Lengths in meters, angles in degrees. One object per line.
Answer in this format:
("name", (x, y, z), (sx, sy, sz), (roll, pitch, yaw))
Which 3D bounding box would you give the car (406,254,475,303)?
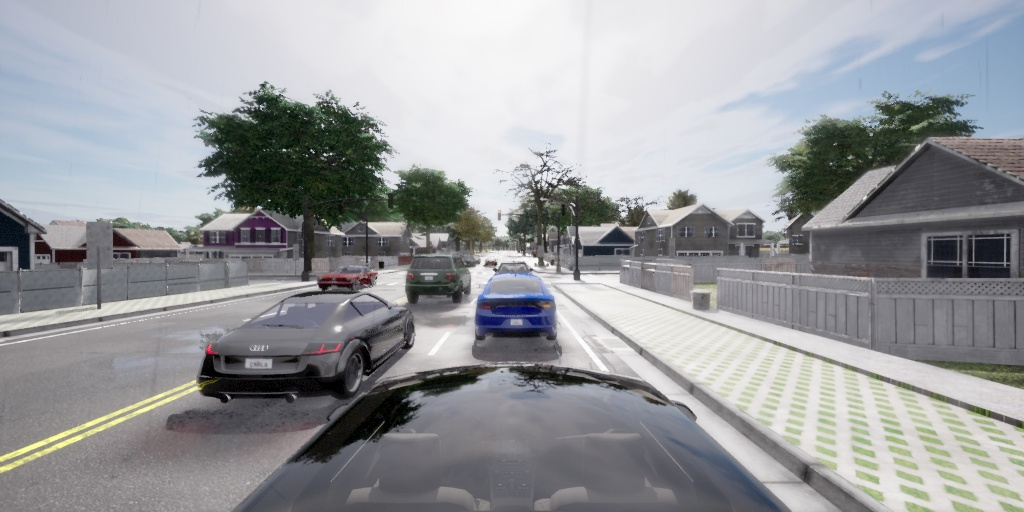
("car", (-3.176, 0.925, 16.360), (2.150, 2.045, 5.566), (0, 0, 0))

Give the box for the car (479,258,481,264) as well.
("car", (-6.666, 0.721, 64.526), (2.033, 1.411, 5.357), (0, 1, 0))

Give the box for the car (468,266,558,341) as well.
("car", (0.087, 1.212, 9.897), (1.882, 1.535, 5.008), (0, 0, 0))

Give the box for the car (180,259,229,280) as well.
("car", (-25.062, 1.154, 29.310), (4.553, 1.767, 2.097), (0, 1, 2))

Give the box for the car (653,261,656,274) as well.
("car", (12.668, 1.091, 32.544), (4.718, 1.301, 1.895), (0, 1, 1))

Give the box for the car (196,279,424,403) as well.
("car", (-3.158, 1.308, 6.479), (1.994, 1.385, 4.181), (0, 0, 0))

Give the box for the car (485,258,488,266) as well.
("car", (-3.235, 0.925, 56.564), (1.895, 1.301, 4.718), (0, 1, 0))

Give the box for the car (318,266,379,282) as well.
("car", (-9.547, 1.268, 21.206), (1.895, 1.301, 4.718), (0, 1, -3))

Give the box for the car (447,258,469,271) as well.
("car", (-6.673, 1.007, 44.809), (2.033, 1.411, 5.357), (0, 1, 0))

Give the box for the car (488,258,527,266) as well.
("car", (0.071, 1.039, 18.852), (2.097, 1.767, 4.553), (0, 0, 0))

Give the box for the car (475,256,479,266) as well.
("car", (-6.672, 0.710, 54.246), (2.097, 1.767, 4.553), (0, 1, 0))
